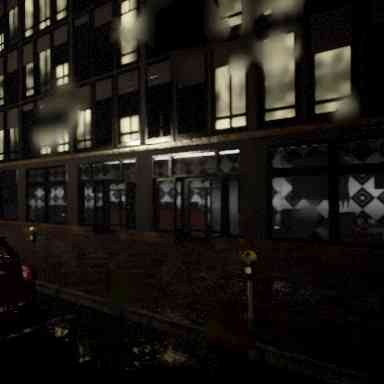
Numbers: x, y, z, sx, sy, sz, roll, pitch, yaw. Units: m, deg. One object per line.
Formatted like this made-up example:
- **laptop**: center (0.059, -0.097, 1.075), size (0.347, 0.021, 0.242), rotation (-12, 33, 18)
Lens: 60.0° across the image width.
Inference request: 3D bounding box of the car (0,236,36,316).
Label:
- **car**: center (-4.823, 1.437, 6.328), size (4.097, 1.590, 1.967), rotation (0, -1, 36)
